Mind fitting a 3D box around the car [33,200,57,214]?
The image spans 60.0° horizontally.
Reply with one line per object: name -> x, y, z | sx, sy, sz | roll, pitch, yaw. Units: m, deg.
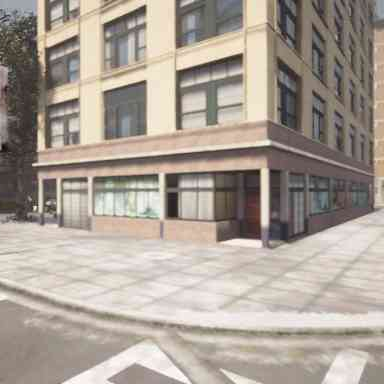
car -> -15.598, 1.629, 38.001 | 2.128, 1.511, 4.902 | 0, 0, 35
